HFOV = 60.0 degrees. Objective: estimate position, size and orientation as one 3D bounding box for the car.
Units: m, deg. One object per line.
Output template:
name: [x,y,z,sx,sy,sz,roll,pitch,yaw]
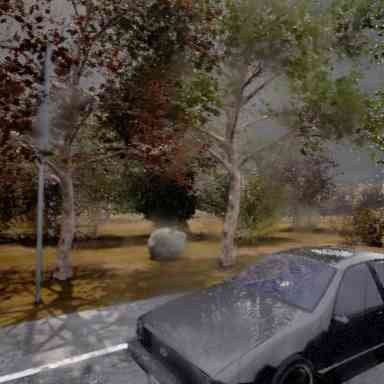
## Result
car: [1.889,1.561,4.784,5.357,1.411,2.033,0,0,-33]
